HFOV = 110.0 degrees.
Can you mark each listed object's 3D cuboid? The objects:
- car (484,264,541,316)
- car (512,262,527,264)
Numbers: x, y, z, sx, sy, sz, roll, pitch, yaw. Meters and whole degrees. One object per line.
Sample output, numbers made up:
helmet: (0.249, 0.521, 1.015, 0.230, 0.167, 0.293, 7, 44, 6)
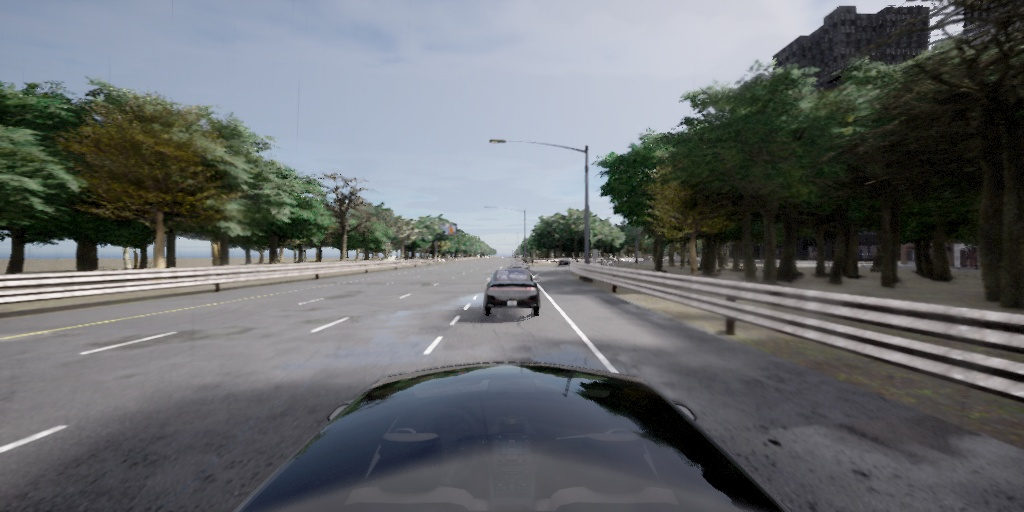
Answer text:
car: (0.005, 1.232, 13.345, 2.128, 1.511, 4.902, 0, 0, 0)
car: (0.850, 1.296, 36.629, 1.895, 1.301, 4.718, 0, 0, 8)
